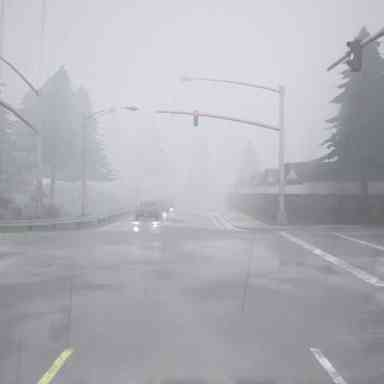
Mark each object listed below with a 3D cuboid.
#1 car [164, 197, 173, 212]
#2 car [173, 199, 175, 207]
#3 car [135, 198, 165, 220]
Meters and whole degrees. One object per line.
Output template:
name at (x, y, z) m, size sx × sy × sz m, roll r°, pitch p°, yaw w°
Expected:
car at (-3.588, 1.564, 37.947) m, size 1.994 × 1.385 × 4.181 m, roll 0°, pitch 0°, yaw 0°
car at (-3.502, 1.504, 48.302) m, size 1.837 × 1.490 × 4.892 m, roll 0°, pitch 0°, yaw 2°
car at (-3.596, 1.505, 28.033) m, size 1.837 × 1.490 × 4.892 m, roll 0°, pitch 0°, yaw 0°
